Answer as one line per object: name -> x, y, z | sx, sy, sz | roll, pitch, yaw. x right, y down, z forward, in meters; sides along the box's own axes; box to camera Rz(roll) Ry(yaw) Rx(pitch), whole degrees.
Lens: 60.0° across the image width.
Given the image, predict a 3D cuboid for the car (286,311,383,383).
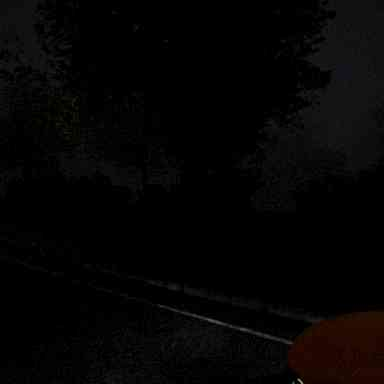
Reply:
car -> 3.079, 1.487, 1.929 | 5.008, 1.535, 1.882 | 0, 0, 35
